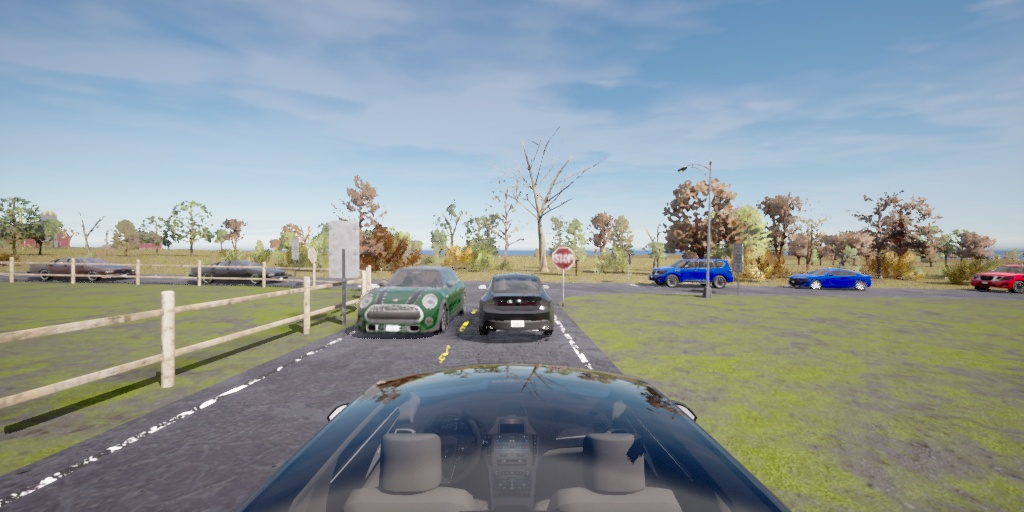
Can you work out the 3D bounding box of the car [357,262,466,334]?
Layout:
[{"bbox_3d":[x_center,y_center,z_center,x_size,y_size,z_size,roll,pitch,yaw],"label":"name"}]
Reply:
[{"bbox_3d":[-2.705,1.099,10.633,2.097,1.767,4.553,0,0,2],"label":"car"}]

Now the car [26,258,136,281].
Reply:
[{"bbox_3d":[-27.495,0.816,22.988,5.357,1.411,2.033,1,1,0],"label":"car"}]

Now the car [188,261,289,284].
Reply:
[{"bbox_3d":[-17.427,1.008,22.953,5.357,1.411,2.033,1,1,0],"label":"car"}]

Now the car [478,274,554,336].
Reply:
[{"bbox_3d":[0.074,1.252,10.377,1.837,1.490,4.892,0,0,-1],"label":"car"}]

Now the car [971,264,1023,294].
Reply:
[{"bbox_3d":[36.679,1.623,25.685,5.566,2.045,2.150,1,1,0],"label":"car"}]

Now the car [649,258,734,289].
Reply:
[{"bbox_3d":[12.830,1.199,25.791,5.566,2.045,2.150,1,1,0],"label":"car"}]

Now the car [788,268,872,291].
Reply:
[{"bbox_3d":[22.722,1.632,25.748,5.008,1.535,1.882,1,1,1],"label":"car"}]
